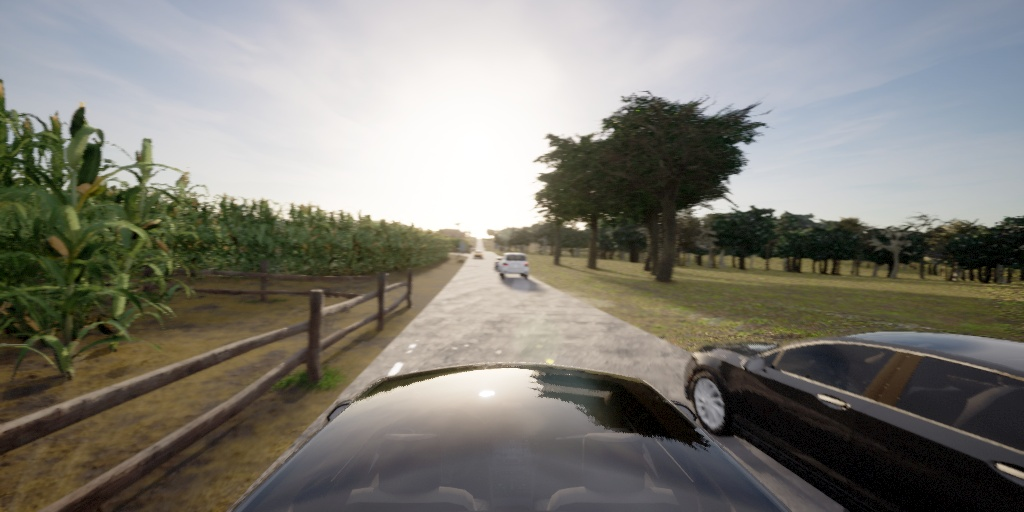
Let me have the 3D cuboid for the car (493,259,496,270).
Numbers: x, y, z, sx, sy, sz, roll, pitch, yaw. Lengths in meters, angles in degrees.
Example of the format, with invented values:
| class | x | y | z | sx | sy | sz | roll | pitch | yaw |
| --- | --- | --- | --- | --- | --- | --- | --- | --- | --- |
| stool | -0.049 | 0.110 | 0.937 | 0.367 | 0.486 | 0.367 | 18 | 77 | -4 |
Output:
| class | x | y | z | sx | sy | sz | roll | pitch | yaw |
| --- | --- | --- | --- | --- | --- | --- | --- | --- | --- |
| car | -1.158 | 0.812 | 41.755 | 2.033 | 1.411 | 5.357 | 2 | 1 | -5 |

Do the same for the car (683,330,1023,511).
| class | x | y | z | sx | sy | sz | roll | pitch | yaw |
| --- | --- | --- | --- | --- | --- | --- | --- | --- | --- |
| car | 3.331 | 1.358 | 2.803 | 1.837 | 1.490 | 4.892 | 2 | 0 | -5 |

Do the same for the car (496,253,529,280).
| class | x | y | z | sx | sy | sz | roll | pitch | yaw |
| --- | --- | --- | --- | --- | --- | --- | --- | --- | --- |
| car | 0.080 | 0.773 | 29.279 | 2.150 | 2.045 | 5.566 | 2 | 1 | -5 |
